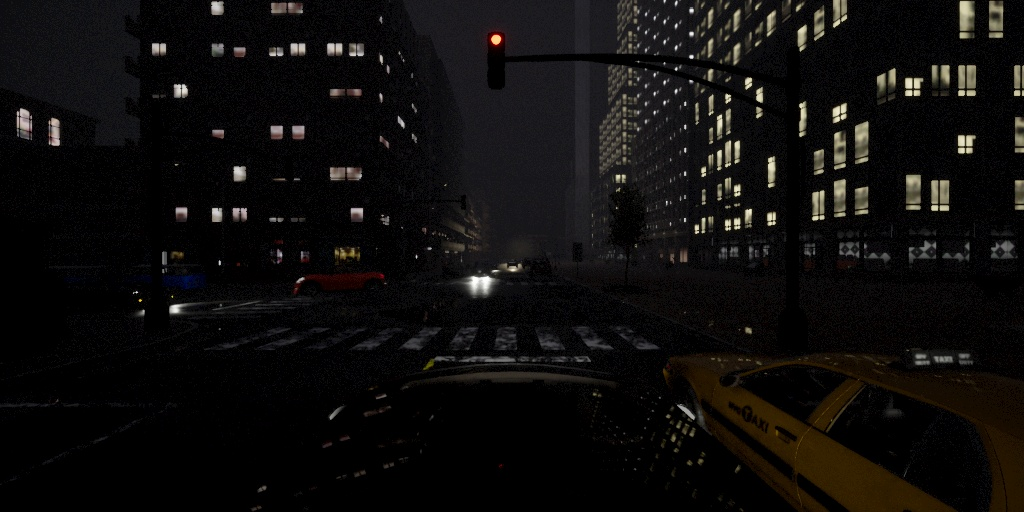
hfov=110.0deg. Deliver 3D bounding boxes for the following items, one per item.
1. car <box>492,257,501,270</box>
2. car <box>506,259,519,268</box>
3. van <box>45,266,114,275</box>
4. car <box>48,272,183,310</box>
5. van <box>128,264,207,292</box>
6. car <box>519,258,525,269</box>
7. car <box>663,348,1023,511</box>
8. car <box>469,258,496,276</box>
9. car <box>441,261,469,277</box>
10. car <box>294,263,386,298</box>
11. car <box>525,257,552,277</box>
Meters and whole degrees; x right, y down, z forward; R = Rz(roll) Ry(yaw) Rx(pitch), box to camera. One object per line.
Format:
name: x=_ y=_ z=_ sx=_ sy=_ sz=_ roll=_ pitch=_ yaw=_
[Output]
car: x=-3.093 y=1.256 z=52.742 sx=1.882 sy=1.535 sz=5.008 roll=0 pitch=0 yaw=0
car: x=0.099 y=1.284 z=62.697 sx=2.128 sy=1.511 sz=4.902 roll=0 pitch=0 yaw=0
van: x=-26.305 y=1.481 z=21.479 sx=3.998 sy=1.789 sz=1.690 roll=0 pitch=0 yaw=-1
car: x=-17.602 y=1.583 z=15.765 sx=4.181 sy=1.385 sz=1.994 roll=-1 pitch=0 yaw=-1
van: x=-20.767 y=1.390 z=21.530 sx=3.998 sy=1.789 sz=1.690 roll=0 pitch=0 yaw=-1
car: x=2.689 y=1.098 z=56.875 sx=2.192 sy=1.841 sz=5.009 roll=0 pitch=0 yaw=0
car: x=2.689 y=1.275 z=2.527 sx=1.751 sy=1.417 sz=4.829 roll=0 pitch=0 yaw=0
car: x=-3.102 y=1.252 z=36.674 sx=2.128 sy=1.511 sz=4.902 roll=0 pitch=0 yaw=0
car: x=-5.691 y=1.309 z=34.770 sx=2.007 sy=1.370 sz=4.403 roll=0 pitch=0 yaw=0
car: x=-9.373 y=1.224 z=19.791 sx=4.553 sy=1.767 sz=2.097 roll=-1 pitch=0 yaw=-22
car: x=2.689 y=1.074 z=34.770 sx=2.192 sy=1.841 sz=5.009 roll=0 pitch=0 yaw=0
